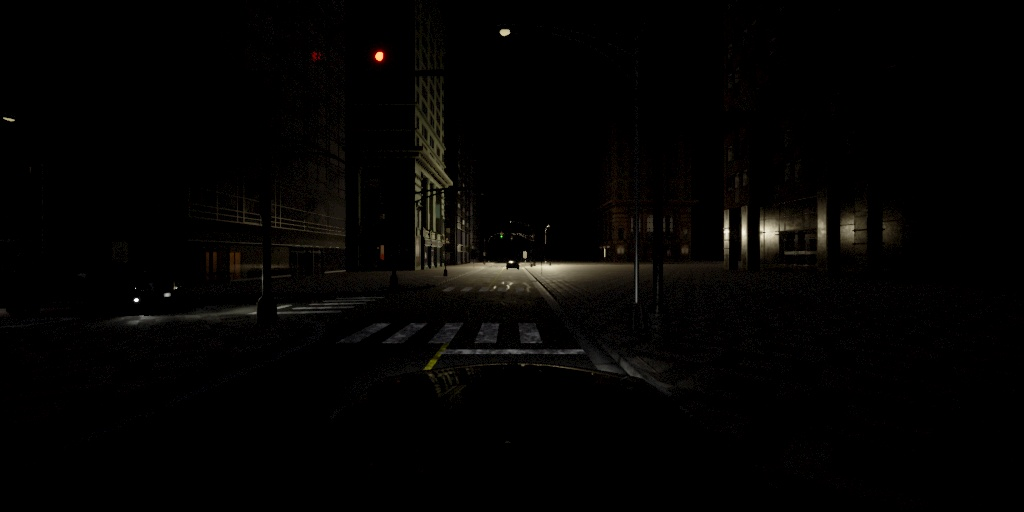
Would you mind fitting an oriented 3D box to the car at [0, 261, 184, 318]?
[{"bbox_3d":[-16.104,1.192,13.855,5.566,2.045,2.150,-1,0,0],"label":"car"}]

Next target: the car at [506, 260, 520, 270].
[{"bbox_3d":[0.111,1.325,53.476,1.994,1.385,4.181,0,0,0],"label":"car"}]
